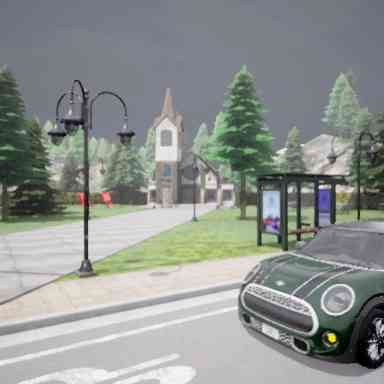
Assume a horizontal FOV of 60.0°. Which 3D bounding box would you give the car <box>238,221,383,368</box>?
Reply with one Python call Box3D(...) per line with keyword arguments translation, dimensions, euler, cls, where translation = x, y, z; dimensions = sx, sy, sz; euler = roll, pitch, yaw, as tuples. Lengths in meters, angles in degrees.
Box3D(translation=(2.998, 1.344, 5.820), dimensions=(4.553, 1.767, 2.097), euler=(0, 0, -32), cls="car")
